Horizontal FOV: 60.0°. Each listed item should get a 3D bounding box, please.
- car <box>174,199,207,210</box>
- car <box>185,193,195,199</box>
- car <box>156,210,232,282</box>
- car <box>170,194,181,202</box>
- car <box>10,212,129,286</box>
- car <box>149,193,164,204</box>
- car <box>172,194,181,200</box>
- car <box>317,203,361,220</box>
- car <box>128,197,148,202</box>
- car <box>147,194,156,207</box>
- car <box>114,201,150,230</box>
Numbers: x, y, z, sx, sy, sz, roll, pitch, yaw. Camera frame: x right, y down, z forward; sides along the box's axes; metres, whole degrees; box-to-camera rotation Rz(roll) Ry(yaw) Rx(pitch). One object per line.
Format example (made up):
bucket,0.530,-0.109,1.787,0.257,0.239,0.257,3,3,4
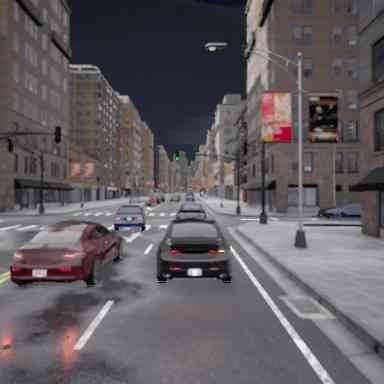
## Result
car,-0.029,1.467,21.702,2.128,1.511,4.902,0,0,0
car,-0.384,1.433,70.705,1.812,1.442,4.674,0,0,0
car,0.049,1.499,9.692,1.837,1.490,4.892,0,0,0
car,-3.646,1.455,70.925,1.994,1.385,4.181,0,0,0
car,-3.187,1.521,9.232,1.812,1.442,4.674,0,0,0
car,-6.875,1.151,59.991,2.150,2.045,5.566,0,0,0
car,-3.703,1.201,80.928,1.882,1.535,5.008,0,0,0
car,13.669,1.614,28.625,5.357,1.411,2.033,0,-1,-4
car,-6.812,1.562,39.318,1.895,1.301,4.718,0,0,0
car,-6.860,1.472,49.329,1.812,1.442,4.674,0,0,0
car,-3.903,1.530,20.767,2.033,1.411,5.357,0,0,-10
